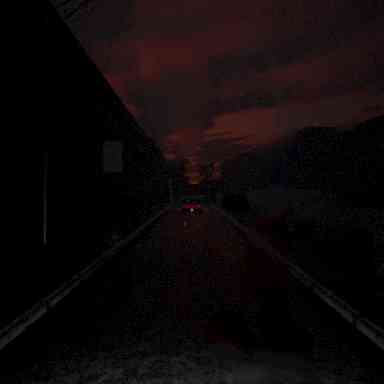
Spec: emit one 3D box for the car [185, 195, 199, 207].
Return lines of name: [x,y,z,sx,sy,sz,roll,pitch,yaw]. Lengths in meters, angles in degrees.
car: [0.038,1.204,45.771,1.812,1.442,4.674,0,0,0]

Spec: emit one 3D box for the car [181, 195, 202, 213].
car: [0.000,1.281,31.445,1.895,1.301,4.718,0,1,0]
